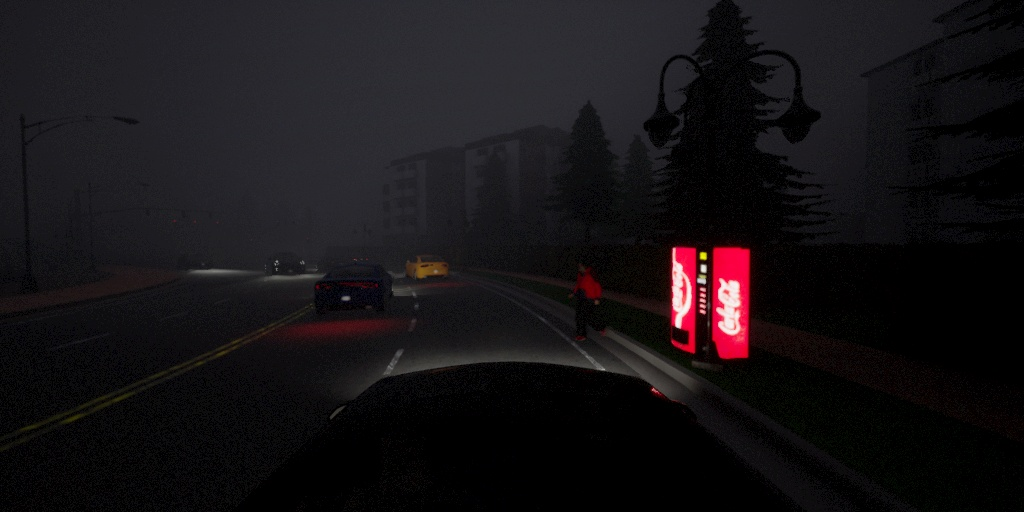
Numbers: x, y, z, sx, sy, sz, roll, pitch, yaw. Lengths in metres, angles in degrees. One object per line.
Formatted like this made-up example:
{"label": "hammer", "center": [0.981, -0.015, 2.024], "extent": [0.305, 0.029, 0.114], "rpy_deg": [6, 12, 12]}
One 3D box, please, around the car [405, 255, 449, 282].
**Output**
{"label": "car", "center": [-5.417, 0.676, 22.473], "extent": [1.882, 1.535, 5.008], "rpy_deg": [-1, 2, -27]}

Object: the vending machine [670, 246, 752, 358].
{"label": "vending machine", "center": [3.568, 0.798, 6.555], "extent": [1.100, 2.100, 0.880], "rpy_deg": [0, 0, -7]}

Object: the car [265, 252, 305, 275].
{"label": "car", "center": [-17.345, 0.460, 27.364], "extent": [2.097, 1.767, 4.553], "rpy_deg": [-2, 2, -42]}

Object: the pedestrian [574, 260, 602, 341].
{"label": "pedestrian", "center": [1.618, 0.873, 7.692], "extent": [0.375, 1.860, 0.375], "rpy_deg": [0, 2, -9]}

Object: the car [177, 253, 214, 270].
{"label": "car", "center": [-30.055, 0.467, 33.959], "extent": [4.902, 1.511, 2.128], "rpy_deg": [1, 2, 35]}

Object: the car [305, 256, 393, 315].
{"label": "car", "center": [-5.232, 0.955, 12.324], "extent": [1.882, 1.535, 5.008], "rpy_deg": [0, 2, -15]}

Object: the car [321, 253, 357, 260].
{"label": "car", "center": [-15.043, 0.581, 30.375], "extent": [1.994, 1.385, 4.181], "rpy_deg": [-1, 2, -41]}

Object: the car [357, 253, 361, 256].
{"label": "car", "center": [-16.920, 0.380, 37.337], "extent": [5.357, 1.411, 2.033], "rpy_deg": [1, 2, 40]}
